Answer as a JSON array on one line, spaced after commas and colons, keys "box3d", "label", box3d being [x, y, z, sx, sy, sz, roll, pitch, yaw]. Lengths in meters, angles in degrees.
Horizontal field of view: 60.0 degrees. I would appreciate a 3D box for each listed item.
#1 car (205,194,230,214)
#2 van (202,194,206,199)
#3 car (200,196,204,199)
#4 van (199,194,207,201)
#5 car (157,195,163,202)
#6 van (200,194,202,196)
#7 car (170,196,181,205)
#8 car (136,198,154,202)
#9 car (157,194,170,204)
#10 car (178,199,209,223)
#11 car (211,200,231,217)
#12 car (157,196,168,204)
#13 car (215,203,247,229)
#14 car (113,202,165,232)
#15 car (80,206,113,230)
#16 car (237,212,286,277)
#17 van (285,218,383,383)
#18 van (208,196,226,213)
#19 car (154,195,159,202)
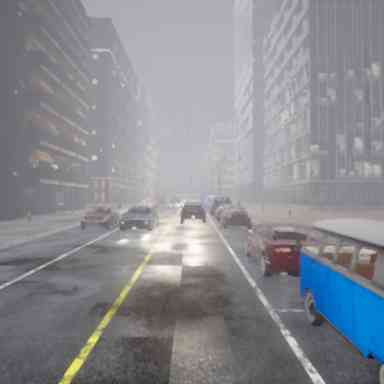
[{"box3d": [2.702, 1.314, 31.623, 2.192, 1.841, 5.009, 1, 0, 0], "label": "car"}, {"box3d": [2.698, 1.341, 48.147, 1.690, 1.788, 3.998, 1, 0, 0], "label": "van"}, {"box3d": [0.090, 1.547, 42.827, 2.033, 1.411, 5.357, 0, 0, 0], "label": "car"}, {"box3d": [2.690, 1.341, 81.196, 1.690, 1.788, 3.998, 1, 0, 0], "label": "van"}, {"box3d": [-5.686, 1.525, 47.951, 1.752, 1.417, 4.829, 1, 0, 0], "label": "car"}, {"box3d": [2.692, 1.341, 70.179, 1.690, 1.788, 3.998, 1, 0, 0], "label": "van"}, {"box3d": [-3.056, 1.527, 60.588, 1.812, 1.442, 4.674, 0, 0, 1], "label": "car"}, {"box3d": [-5.683, 1.525, 36.928, 1.752, 1.417, 4.829, 1, 0, 0], "label": "car"}, {"box3d": [-5.684, 1.315, 59.143, 2.192, 1.841, 5.009, 1, 0, 0], "label": "car"}, {"box3d": [0.094, 1.503, 25.680, 1.837, 1.490, 4.892, 0, 0, 0], "label": "car"}, {"box3d": [2.698, 1.581, 26.116, 1.802, 1.307, 4.206, 1, 0, 0], "label": "car"}, {"box3d": [-5.690, 1.545, 64.654, 1.887, 1.381, 4.507, 1, 0, 0], "label": "car"}, {"box3d": [2.699, 1.582, 21.088, 1.802, 1.307, 4.206, 1, 0, 0], "label": "car"}, {"box3d": [-3.104, 1.547, 20.485, 2.033, 1.411, 5.357, 0, 0, 0], "label": "car"}, {"box3d": [-5.648, 1.582, 20.983, 1.802, 1.307, 4.206, 1, 0, 0], "label": "car"}, {"box3d": [2.703, 1.545, 9.993, 1.887, 1.381, 4.507, 1, 0, 0], "label": "car"}, {"box3d": [2.708, 1.341, 4.445, 1.690, 1.788, 3.998, 1, 0, 0], "label": "van"}, {"box3d": [2.700, 1.340, 37.131, 1.690, 1.788, 3.998, 1, 0, 0], "label": "van"}, {"box3d": [-5.684, 1.525, 42.441, 1.752, 1.417, 4.829, 1, 0, 0], "label": "car"}]
